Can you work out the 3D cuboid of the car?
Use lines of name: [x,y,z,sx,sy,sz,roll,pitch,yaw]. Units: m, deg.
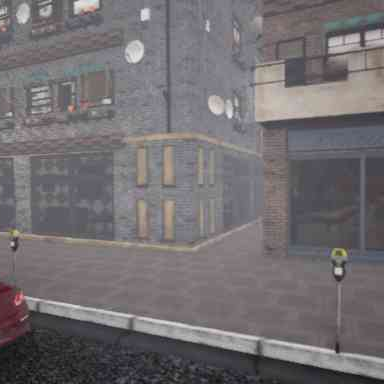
car: [-4.167,1.544,4.649,4.206,1.307,1.802,-1,2,25]
